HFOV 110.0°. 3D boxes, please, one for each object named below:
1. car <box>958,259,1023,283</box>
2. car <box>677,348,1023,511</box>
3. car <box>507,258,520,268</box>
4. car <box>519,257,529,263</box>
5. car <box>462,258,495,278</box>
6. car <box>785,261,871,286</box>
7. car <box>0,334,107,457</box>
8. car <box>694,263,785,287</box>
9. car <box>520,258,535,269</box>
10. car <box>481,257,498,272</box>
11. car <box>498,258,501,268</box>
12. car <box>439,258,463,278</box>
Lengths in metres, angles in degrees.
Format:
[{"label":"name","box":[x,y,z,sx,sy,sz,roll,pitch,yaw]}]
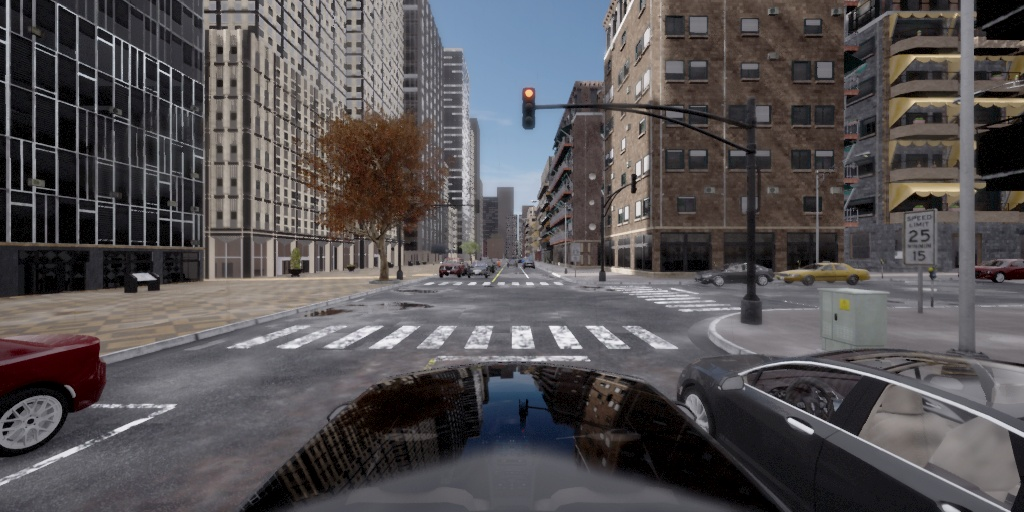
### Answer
[{"label":"car","box":[30.135,0.859,21.919,4.507,1.381,1.888,0,0,-1]},{"label":"car","box":[2.689,1.300,2.332,2.007,1.370,4.403,0,0,0]},{"label":"car","box":[0.098,1.284,64.100,2.128,1.511,4.902,0,0,0]},{"label":"car","box":[2.685,1.315,62.503,1.751,1.417,4.829,0,0,0]},{"label":"car","box":[-3.103,1.255,34.209,2.128,1.511,4.902,0,0,0]},{"label":"car","box":[18.831,0.993,21.804,4.829,1.417,1.751,0,0,-1]},{"label":"car","box":[-5.691,1.295,2.331,1.888,1.381,4.507,0,0,0]},{"label":"car","box":[13.434,1.095,21.749,4.403,1.370,2.007,0,0,-1]},{"label":"car","box":[2.686,1.349,56.810,1.948,1.339,4.313,0,0,0]},{"label":"car","box":[-3.101,1.123,43.381,2.097,1.767,4.553,0,0,0]},{"label":"car","box":[-3.097,1.380,53.099,1.895,1.301,4.718,0,0,0]},{"label":"car","box":[-5.694,1.079,34.719,2.192,1.841,5.009,0,0,0]}]
